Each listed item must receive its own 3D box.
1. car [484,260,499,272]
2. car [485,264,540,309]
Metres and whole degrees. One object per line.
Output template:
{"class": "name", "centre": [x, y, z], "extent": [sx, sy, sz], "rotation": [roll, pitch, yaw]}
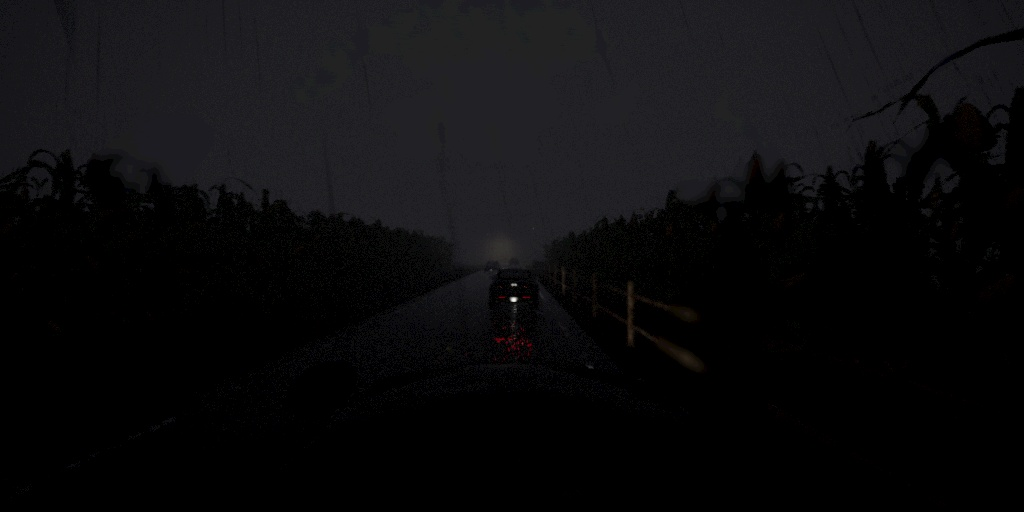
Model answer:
{"class": "car", "centre": [-2.452, 1.273, 45.352], "extent": [2.033, 1.411, 5.357], "rotation": [0, 0, 0]}
{"class": "car", "centre": [0.083, 1.244, 14.788], "extent": [1.837, 1.490, 4.892], "rotation": [0, 0, 0]}
